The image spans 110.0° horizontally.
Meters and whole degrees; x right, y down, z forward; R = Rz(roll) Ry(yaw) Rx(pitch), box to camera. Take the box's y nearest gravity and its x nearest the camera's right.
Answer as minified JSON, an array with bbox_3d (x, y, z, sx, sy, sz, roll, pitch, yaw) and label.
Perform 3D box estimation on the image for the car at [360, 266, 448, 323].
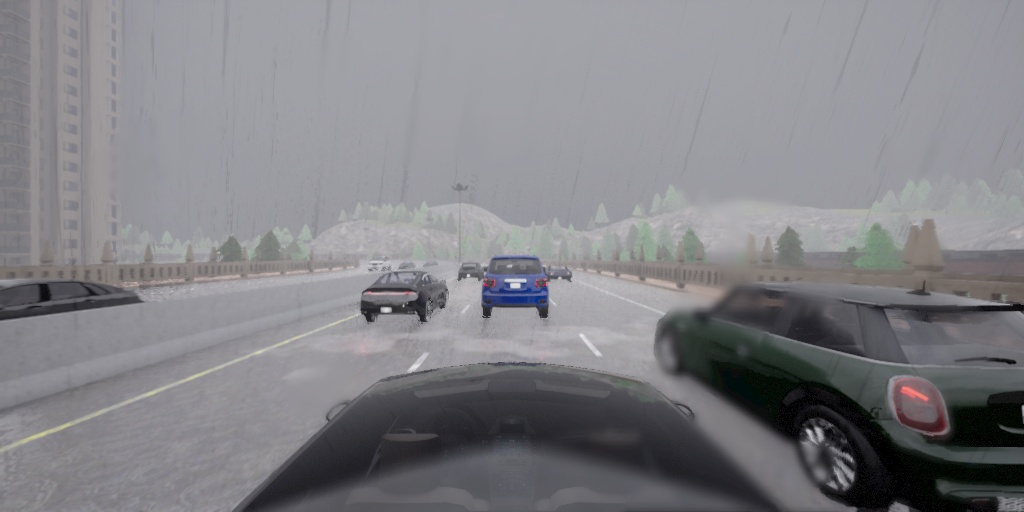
[{"bbox_3d":[-3.397,1.243,12.108,2.128,1.511,4.902,0,0,0],"label":"car"}]

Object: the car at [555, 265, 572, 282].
[{"bbox_3d":[3.606,1.372,29.187,1.895,1.301,4.718,0,0,0],"label":"car"}]

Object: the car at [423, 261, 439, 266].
[{"bbox_3d":[-11.334,1.378,50.657,2.033,1.411,5.357,0,0,-6],"label":"car"}]

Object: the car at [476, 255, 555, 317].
[{"bbox_3d":[0.102,0.973,13.324,2.150,2.045,5.566,0,0,0],"label":"car"}]

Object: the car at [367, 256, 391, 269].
[{"bbox_3d":[-18.288,1.055,49.707,2.150,2.045,5.566,0,0,-6],"label":"car"}]

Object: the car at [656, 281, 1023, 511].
[{"bbox_3d":[3.600,1.102,4.546,2.097,1.767,4.553,0,0,0],"label":"car"}]

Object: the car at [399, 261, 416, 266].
[{"bbox_3d":[-15.068,1.402,51.784,1.994,1.385,4.181,0,0,-7],"label":"car"}]

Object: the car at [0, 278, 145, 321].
[{"bbox_3d":[-10.599,1.256,7.367,1.837,1.490,4.892,0,0,0],"label":"car"}]

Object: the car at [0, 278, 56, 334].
[{"bbox_3d":[-14.099,1.315,8.204,1.994,1.385,4.181,0,0,0],"label":"car"}]

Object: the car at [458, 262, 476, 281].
[{"bbox_3d":[-3.393,1.278,30.348,1.837,1.490,4.892,0,0,0],"label":"car"}]
